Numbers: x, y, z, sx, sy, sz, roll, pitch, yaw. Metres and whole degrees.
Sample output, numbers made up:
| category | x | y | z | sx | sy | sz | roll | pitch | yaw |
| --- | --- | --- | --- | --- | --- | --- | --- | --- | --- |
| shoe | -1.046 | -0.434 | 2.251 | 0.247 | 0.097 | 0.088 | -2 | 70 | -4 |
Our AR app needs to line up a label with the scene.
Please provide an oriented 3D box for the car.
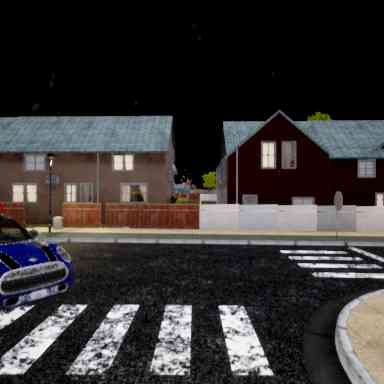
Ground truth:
| category | x | y | z | sx | sy | sz | roll | pitch | yaw |
| --- | --- | --- | --- | --- | --- | --- | --- | --- | --- |
| car | -4.769 | 1.330 | 7.564 | 4.553 | 1.767 | 2.097 | 1 | 1 | 33 |

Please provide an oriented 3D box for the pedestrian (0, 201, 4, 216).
| category | x | y | z | sx | sy | sz | roll | pitch | yaw |
| --- | --- | --- | --- | --- | --- | --- | --- | --- | --- |
| pedestrian | -9.310 | 1.053 | 15.900 | 0.375 | 1.860 | 0.375 | 0 | 0 | 1 |
